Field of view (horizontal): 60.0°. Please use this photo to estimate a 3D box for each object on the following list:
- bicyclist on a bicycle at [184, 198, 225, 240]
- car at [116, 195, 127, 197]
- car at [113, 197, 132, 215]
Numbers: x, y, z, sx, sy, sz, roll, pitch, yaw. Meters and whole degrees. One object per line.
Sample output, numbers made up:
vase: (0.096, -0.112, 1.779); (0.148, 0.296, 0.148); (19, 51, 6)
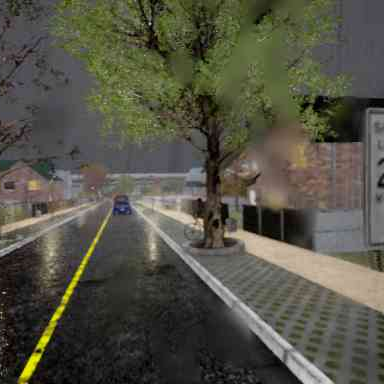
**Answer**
bicyclist on a bicycle: (0.473, 1.028, 12.806); (1.656, 1.620, 0.582); (-4, 3, -12)
car: (-10.342, 1.507, 48.808); (2.150, 2.045, 5.566); (-2, 0, -12)
car: (-7.670, 1.677, 36.656); (1.882, 1.535, 5.008); (-2, 0, -12)
